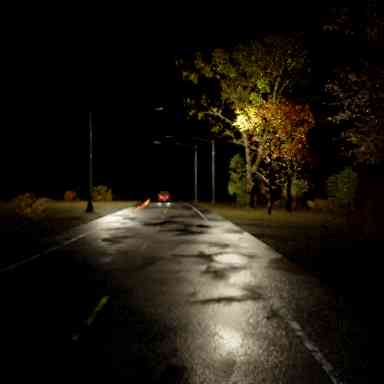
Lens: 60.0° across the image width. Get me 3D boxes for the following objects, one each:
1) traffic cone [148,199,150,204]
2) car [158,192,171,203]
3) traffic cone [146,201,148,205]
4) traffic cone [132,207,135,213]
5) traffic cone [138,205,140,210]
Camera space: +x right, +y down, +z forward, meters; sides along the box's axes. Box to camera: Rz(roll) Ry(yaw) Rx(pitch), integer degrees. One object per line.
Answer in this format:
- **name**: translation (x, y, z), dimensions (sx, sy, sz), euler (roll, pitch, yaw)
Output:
- **traffic cone**: translation (-7.285, 1.755, 53.222), dimensions (0.340, 0.580, 0.340), euler (0, 0, -5)
- **car**: translation (-5.191, 0.964, 62.269), dimensions (2.150, 2.045, 5.566), euler (0, 0, -6)
- **traffic cone**: translation (-6.873, 1.779, 48.262), dimensions (0.340, 0.580, 0.340), euler (0, 0, -5)
- **traffic cone**: translation (-5.866, 1.848, 33.366), dimensions (0.340, 0.580, 0.340), euler (0, 0, -3)
- **traffic cone**: translation (-6.162, 1.826, 38.334), dimensions (0.340, 0.580, 0.340), euler (0, 0, -4)
